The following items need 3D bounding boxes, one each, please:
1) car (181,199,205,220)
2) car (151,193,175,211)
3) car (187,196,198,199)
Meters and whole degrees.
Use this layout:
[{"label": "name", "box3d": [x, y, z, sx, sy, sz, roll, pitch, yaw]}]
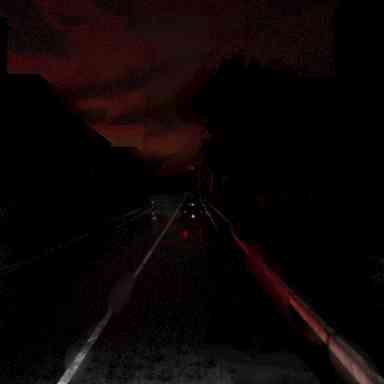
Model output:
[{"label": "car", "box3d": [0.082, 1.510, 27.311, 1.895, 1.301, 4.718, 0, 1, 0]}, {"label": "car", "box3d": [-3.359, 1.143, 37.686, 2.097, 1.767, 4.553, 0, 1, 0]}, {"label": "car", "box3d": [0.055, 1.235, 42.779, 1.837, 1.490, 4.892, 0, 1, 0]}]
